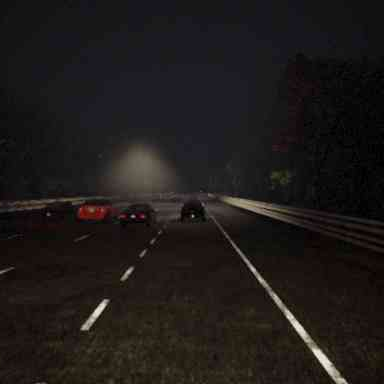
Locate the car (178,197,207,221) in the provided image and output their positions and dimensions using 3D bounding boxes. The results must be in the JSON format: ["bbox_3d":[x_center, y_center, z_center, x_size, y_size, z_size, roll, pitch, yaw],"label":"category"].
[{"bbox_3d":[0.070,1.431,26.022,1.837,1.490,4.892,0,1,0],"label":"car"}]

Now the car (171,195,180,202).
[{"bbox_3d":[-3.271,1.302,67.195,2.128,1.511,4.902,0,0,1],"label":"car"}]

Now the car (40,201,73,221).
[{"bbox_3d":[-10.430,1.447,26.531,1.812,1.442,4.674,0,0,0],"label":"car"}]

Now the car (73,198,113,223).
[{"bbox_3d":[-6.938,1.277,25.107,2.097,1.767,4.553,0,0,0],"label":"car"}]

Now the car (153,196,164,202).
[{"bbox_3d":[-6.785,1.412,67.739,1.895,1.301,4.718,0,0,1],"label":"car"}]

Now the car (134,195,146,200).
[{"bbox_3d":[-10.286,1.293,66.306,1.882,1.535,5.008,0,-1,1],"label":"car"}]

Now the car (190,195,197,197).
[{"bbox_3d":[0.220,1.356,68.650,2.033,1.411,5.357,0,0,1],"label":"car"}]

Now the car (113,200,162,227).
[{"bbox_3d":[-3.459,1.483,22.152,2.033,1.411,5.357,0,0,1],"label":"car"}]
